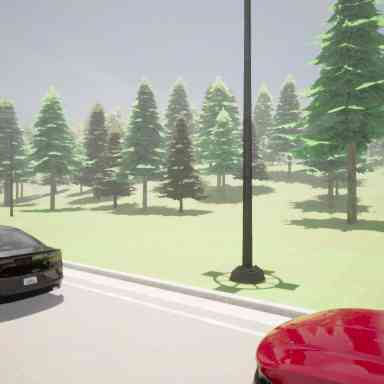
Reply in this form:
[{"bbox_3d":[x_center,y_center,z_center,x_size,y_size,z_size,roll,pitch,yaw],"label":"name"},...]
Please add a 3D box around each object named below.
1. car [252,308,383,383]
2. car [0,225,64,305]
[{"bbox_3d":[2.795,1.478,1.980,5.008,1.535,1.882,0,0,36],"label":"car"},{"bbox_3d":[-4.982,1.478,7.544,5.008,1.535,1.882,0,0,36],"label":"car"}]
